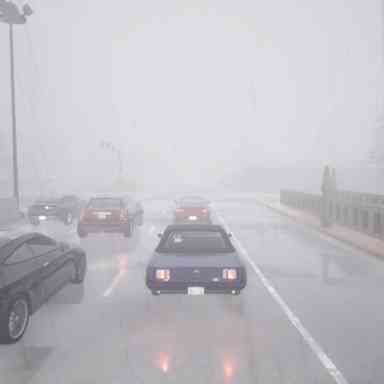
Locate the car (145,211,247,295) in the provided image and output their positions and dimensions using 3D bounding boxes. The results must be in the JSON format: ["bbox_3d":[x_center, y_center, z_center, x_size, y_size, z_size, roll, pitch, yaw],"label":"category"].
[{"bbox_3d":[0.067,1.430,8.257,1.895,1.301,4.718,0,2,0],"label":"car"}]

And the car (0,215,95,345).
[{"bbox_3d":[-3.426,1.427,6.104,1.812,1.442,4.674,0,2,0],"label":"car"}]

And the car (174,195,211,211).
[{"bbox_3d":[0.020,0.880,17.329,1.812,1.442,4.674,0,3,0],"label":"car"}]

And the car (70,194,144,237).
[{"bbox_3d":[-3.469,0.844,14.899,2.097,1.767,4.553,0,3,0],"label":"car"}]

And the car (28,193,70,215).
[{"bbox_3d":[-6.985,0.823,17.892,1.837,1.490,4.892,0,3,0],"label":"car"}]
